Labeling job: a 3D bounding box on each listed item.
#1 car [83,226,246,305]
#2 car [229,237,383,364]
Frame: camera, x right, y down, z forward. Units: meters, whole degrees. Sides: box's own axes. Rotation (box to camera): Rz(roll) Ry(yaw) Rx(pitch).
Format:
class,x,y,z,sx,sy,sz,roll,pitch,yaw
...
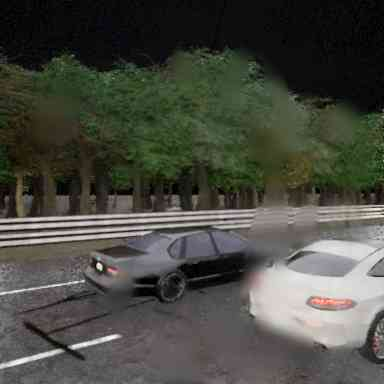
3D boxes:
class,x,y,z,sx,sy,sz,roll,pitch,yaw
car,0.207,1.554,8.124,5.357,1.411,2.033,0,0,-35
car,3.070,1.539,5.819,4.674,1.442,1.812,0,0,-34
